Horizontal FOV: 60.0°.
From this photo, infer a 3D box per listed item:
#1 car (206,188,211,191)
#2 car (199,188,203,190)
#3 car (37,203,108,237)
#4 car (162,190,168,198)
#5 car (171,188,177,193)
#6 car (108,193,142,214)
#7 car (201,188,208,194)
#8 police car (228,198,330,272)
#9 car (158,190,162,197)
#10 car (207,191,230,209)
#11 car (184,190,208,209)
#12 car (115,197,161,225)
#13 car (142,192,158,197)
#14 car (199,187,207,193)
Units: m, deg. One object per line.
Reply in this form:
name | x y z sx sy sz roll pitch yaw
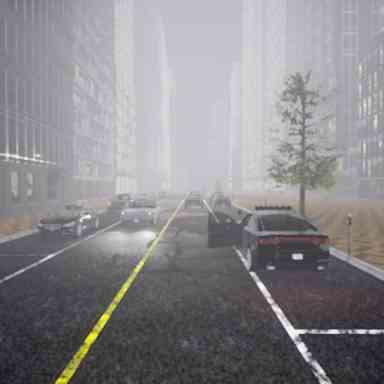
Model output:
car | 2.893 0.653 38.222 1.967 1.590 4.097 0 1 0
car | 0.299 0.517 48.056 1.837 1.490 4.892 0 1 1
car | -5.605 1.230 15.538 2.008 1.369 4.403 0 1 0
car | -5.371 0.295 61.041 1.887 1.381 4.507 0 1 0
car | -5.195 -0.384 95.169 2.008 1.369 4.403 0 1 0
car | -5.546 0.886 26.912 1.967 1.590 4.097 0 1 0
car | 3.128 -0.186 83.895 1.752 1.417 4.829 0 1 0
police car | 2.418 1.212 10.152 1.930 1.638 5.238 0 1 0
car | -5.459 0.642 43.977 1.887 1.381 4.507 0 1 0
car | 2.863 0.880 32.537 2.008 1.369 4.403 0 1 0
car | 0.211 0.817 32.757 2.128 1.511 4.902 0 1 1
car | -2.998 1.185 20.126 1.895 1.301 4.718 0 1 0
car | -5.488 0.764 38.290 2.008 1.369 4.403 0 1 0
car | 3.187 -0.620 95.097 2.192 1.841 5.009 0 1 0
